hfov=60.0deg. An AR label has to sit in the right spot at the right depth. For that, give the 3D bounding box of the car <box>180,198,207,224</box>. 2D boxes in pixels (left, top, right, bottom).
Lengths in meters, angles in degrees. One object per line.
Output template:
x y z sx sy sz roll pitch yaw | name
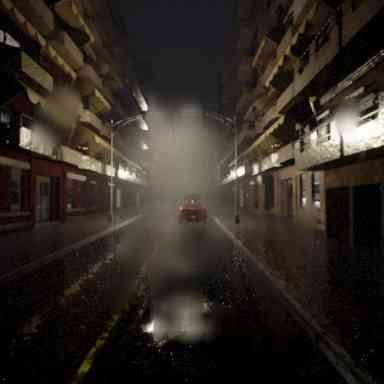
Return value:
0.099 1.508 24.759 1.882 1.535 5.008 0 0 0 | car

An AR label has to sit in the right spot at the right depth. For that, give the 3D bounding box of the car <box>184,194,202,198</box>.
0.097 1.264 42.883 2.150 2.045 5.566 0 0 0 | car

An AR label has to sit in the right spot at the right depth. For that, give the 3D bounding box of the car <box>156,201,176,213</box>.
-2.847 1.640 36.971 1.895 1.301 4.718 0 0 0 | car
